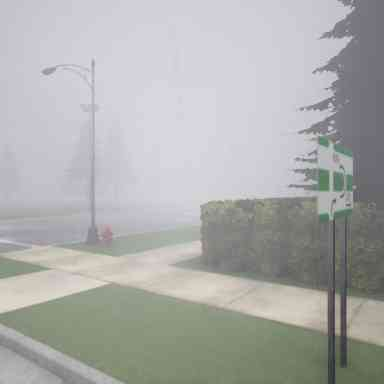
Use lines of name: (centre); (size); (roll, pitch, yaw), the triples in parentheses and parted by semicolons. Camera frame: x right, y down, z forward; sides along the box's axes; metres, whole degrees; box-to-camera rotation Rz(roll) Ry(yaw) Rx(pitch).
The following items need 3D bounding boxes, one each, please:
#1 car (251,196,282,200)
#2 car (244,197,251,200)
car: (10.183, 1.526, 45.271); (1.812, 1.442, 4.674); (0, 0, 36)
car: (10.548, 1.547, 57.644); (2.033, 1.411, 5.357); (0, 0, 38)
